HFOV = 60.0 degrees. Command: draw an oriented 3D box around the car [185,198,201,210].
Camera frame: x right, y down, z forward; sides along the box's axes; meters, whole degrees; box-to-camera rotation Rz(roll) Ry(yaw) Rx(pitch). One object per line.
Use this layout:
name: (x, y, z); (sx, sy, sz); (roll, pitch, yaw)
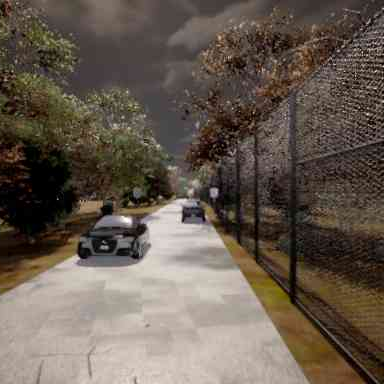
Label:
car: (0.112, 1.515, 43.642); (2.033, 1.411, 5.357); (0, 0, 0)

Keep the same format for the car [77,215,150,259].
car: (-2.751, 1.554, 12.455); (1.994, 1.385, 4.181); (0, 0, 0)

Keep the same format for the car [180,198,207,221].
car: (0.109, 1.485, 27.158); (1.837, 1.490, 4.892); (0, 0, 0)
